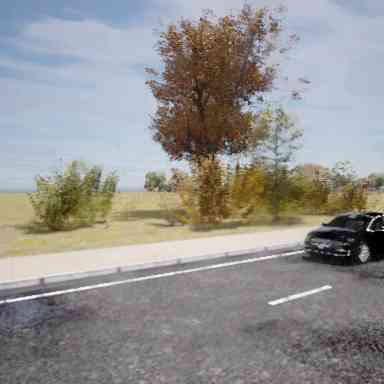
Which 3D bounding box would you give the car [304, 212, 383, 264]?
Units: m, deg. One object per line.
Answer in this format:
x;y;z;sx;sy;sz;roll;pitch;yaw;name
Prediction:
6.064;1.501;11.986;4.892;1.490;1.837;0;0;-35;car
